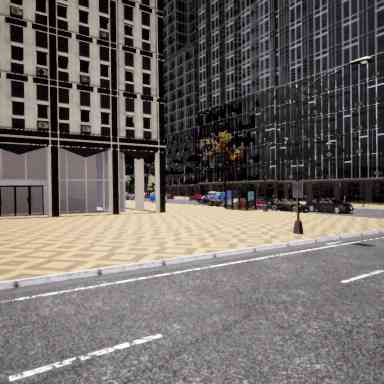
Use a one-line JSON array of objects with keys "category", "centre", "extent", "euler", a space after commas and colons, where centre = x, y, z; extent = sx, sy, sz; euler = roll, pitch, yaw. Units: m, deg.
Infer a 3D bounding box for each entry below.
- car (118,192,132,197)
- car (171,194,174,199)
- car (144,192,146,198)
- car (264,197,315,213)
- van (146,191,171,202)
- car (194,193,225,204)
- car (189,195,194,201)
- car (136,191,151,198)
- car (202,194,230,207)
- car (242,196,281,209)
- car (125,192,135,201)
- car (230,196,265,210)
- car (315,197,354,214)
[{"category": "car", "centre": [-18.354, 0.689, 91.162], "extent": [2.008, 1.369, 4.403], "euler": [0, 1, -35]}, {"category": "car", "centre": [-5.447, 0.936, 72.449], "extent": [1.802, 1.307, 4.206], "euler": [0, 1, -35]}, {"category": "car", "centre": [-8.674, 0.615, 77.124], "extent": [2.192, 1.841, 5.009], "euler": [0, 1, -35]}, {"category": "car", "centre": [10.136, 1.424, 34.868], "extent": [1.947, 1.339, 4.313], "euler": [0, 1, -35]}, {"category": "van", "centre": [-5.891, 0.937, 58.332], "extent": [1.690, 1.788, 3.998], "euler": [0, 1, -35]}, {"category": "car", "centre": [2.813, 1.262, 50.280], "extent": [1.895, 1.301, 4.718], "euler": [-1, 1, -35]}, {"category": "car", "centre": [1.007, 1.044, 63.091], "extent": [1.802, 1.307, 4.206], "euler": [0, 1, -35]}, {"category": "car", "centre": [-11.901, 0.686, 81.804], "extent": [1.967, 1.590, 4.097], "euler": [0, 1, -35]}, {"category": "car", "centre": [3.744, 1.320, 44.270], "extent": [1.947, 1.339, 4.313], "euler": [0, 1, -35]}, {"category": "car", "centre": [8.650, 1.260, 41.801], "extent": [1.837, 1.490, 4.892], "euler": [-1, 1, -34]}, {"category": "car", "centre": [-12.346, 1.040, 67.692], "extent": [2.008, 1.369, 4.403], "euler": [0, 1, -35]}, {"category": "car", "centre": [6.923, 1.388, 39.559], "extent": [1.802, 1.307, 4.206], "euler": [0, 1, -35]}, {"category": "car", "centre": [13.997, 1.345, 34.046], "extent": [1.837, 1.490, 4.892], "euler": [-1, 1, -35]}]
